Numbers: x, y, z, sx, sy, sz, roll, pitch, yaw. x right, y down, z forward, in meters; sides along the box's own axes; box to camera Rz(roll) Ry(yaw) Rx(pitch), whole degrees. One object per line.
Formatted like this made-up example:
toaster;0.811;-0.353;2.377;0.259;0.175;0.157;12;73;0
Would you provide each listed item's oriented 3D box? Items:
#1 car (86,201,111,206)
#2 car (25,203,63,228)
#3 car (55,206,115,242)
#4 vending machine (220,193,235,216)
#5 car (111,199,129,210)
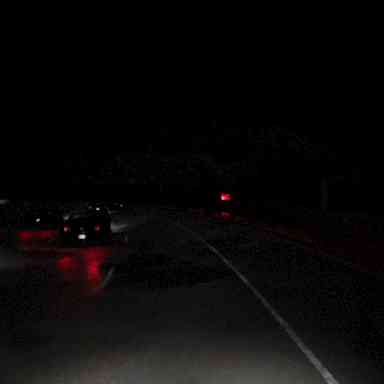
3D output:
car;-9.597;1.591;33.337;1.994;1.385;4.181;0;0;-20
car;-10.034;1.515;22.810;2.128;1.511;4.902;0;0;-14
car;-5.049;1.603;16.341;1.895;1.301;4.718;0;0;-10
vending machine;3.300;1.155;30.822;1.100;2.100;0.880;0;0;-16
car;-9.289;1.594;41.892;1.994;1.385;4.181;0;0;-23
